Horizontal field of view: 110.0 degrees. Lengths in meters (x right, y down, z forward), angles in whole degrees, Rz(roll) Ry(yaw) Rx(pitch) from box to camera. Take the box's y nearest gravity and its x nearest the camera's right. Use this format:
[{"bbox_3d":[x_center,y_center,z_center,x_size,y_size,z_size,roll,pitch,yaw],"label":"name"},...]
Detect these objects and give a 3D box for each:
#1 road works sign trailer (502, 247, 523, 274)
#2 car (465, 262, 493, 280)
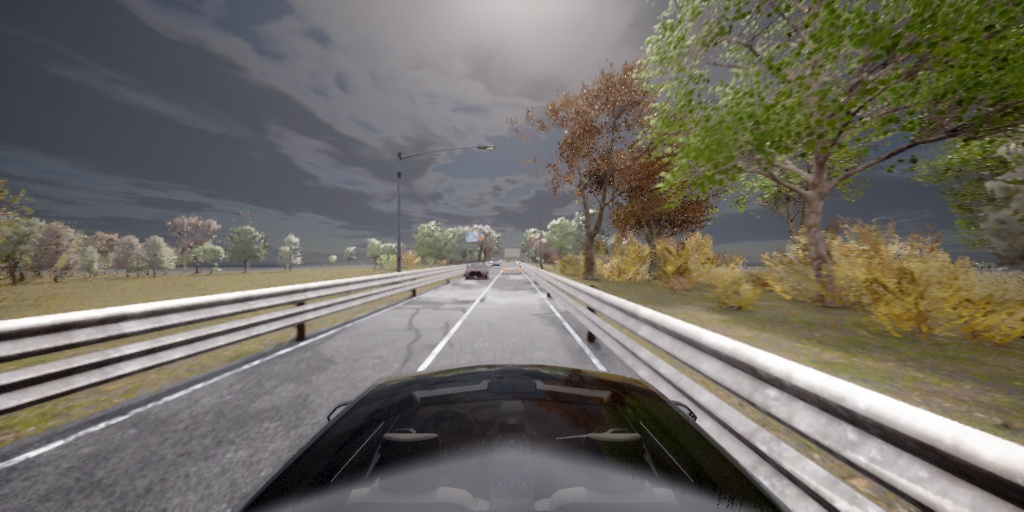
[{"bbox_3d":[0.028,0.563,48.200,2.380,3.560,2.880,0,0,0],"label":"road works sign trailer"},{"bbox_3d":[-3.326,1.352,35.058,2.097,1.767,4.553,0,0,0],"label":"car"}]
